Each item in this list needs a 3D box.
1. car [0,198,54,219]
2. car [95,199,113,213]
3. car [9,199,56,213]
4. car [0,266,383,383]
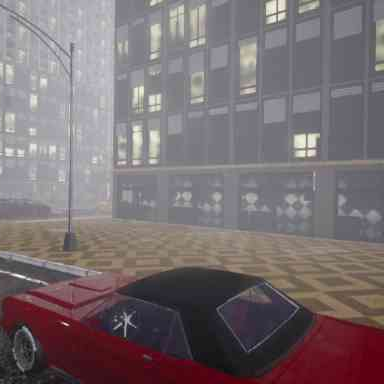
[{"bbox_3d":[-15.671,1.518,30.732,2.192,1.841,5.009,1,0,37],"label":"car"},{"bbox_3d":[-8.844,1.828,39.922,1.752,1.417,4.829,1,0,37],"label":"car"},{"bbox_3d":[-19.139,1.641,40.119,1.752,1.417,4.829,1,0,37],"label":"car"},{"bbox_3d":[-0.285,1.600,3.895,4.718,1.301,1.895,0,0,36],"label":"car"}]
